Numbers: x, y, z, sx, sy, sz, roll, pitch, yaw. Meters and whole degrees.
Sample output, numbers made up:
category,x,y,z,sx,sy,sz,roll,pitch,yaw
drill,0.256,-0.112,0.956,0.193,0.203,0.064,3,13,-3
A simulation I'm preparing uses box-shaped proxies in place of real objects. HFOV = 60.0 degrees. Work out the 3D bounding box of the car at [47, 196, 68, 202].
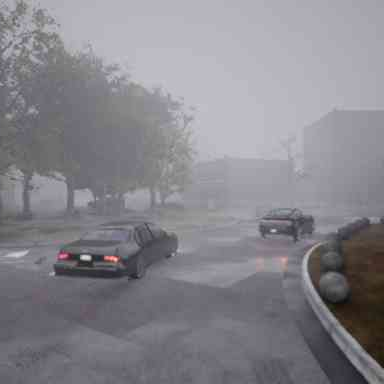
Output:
category,x,y,z,sx,sy,sz,roll,pitch,yaw
car,-35.796,1.977,88.693,4.892,1.521,2.231,0,0,-15

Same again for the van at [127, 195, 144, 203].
category,x,y,z,sx,sy,sz,roll,pitch,yaw
van,-15.260,1.824,89.568,4.442,1.987,1.878,0,0,-15

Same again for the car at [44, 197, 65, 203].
category,x,y,z,sx,sy,sz,roll,pitch,yaw
car,-34.342,2.025,83.369,4.674,1.452,2.002,0,0,-15

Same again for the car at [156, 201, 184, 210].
category,x,y,z,sx,sy,sz,roll,pitch,yaw
car,-3.592,2.033,51.584,4.718,1.301,1.895,0,-1,37

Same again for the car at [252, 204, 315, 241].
category,x,y,z,sx,sy,sz,roll,pitch,yaw
car,5.086,1.600,17.461,2.128,1.511,4.902,0,-1,33

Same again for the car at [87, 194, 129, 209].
category,x,y,z,sx,sy,sz,roll,pitch,yaw
car,-12.943,1.640,50.142,5.566,2.045,2.150,0,-1,4

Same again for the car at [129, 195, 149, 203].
category,x,y,z,sx,sy,sz,roll,pitch,yaw
car,-12.996,2.072,81.537,4.792,1.488,2.163,0,0,-15

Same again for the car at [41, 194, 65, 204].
category,x,y,z,sx,sy,sz,roll,pitch,yaw
car,-32.868,1.862,78.051,4.553,1.767,2.185,0,0,-15

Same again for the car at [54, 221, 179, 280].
category,x,y,z,sx,sy,sz,roll,pitch,yaw
car,-1.901,1.588,10.147,2.033,1.411,5.357,0,0,13

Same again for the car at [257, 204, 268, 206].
category,x,y,z,sx,sy,sz,roll,pitch,yaw
car,6.368,1.766,28.964,2.033,1.411,5.357,0,-1,5

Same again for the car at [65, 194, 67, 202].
category,x,y,z,sx,sy,sz,roll,pitch,yaw
car,-33.627,1.988,80.707,5.008,1.535,2.097,0,0,-15
